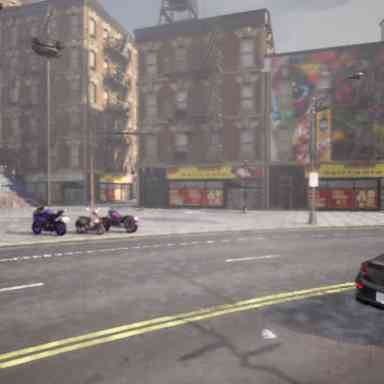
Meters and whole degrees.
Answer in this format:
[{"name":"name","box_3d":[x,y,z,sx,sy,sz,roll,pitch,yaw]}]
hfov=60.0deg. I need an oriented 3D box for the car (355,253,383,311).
[{"name":"car","box_3d":[5.072,1.462,5.982,4.674,1.442,1.812,0,0,-23]}]
